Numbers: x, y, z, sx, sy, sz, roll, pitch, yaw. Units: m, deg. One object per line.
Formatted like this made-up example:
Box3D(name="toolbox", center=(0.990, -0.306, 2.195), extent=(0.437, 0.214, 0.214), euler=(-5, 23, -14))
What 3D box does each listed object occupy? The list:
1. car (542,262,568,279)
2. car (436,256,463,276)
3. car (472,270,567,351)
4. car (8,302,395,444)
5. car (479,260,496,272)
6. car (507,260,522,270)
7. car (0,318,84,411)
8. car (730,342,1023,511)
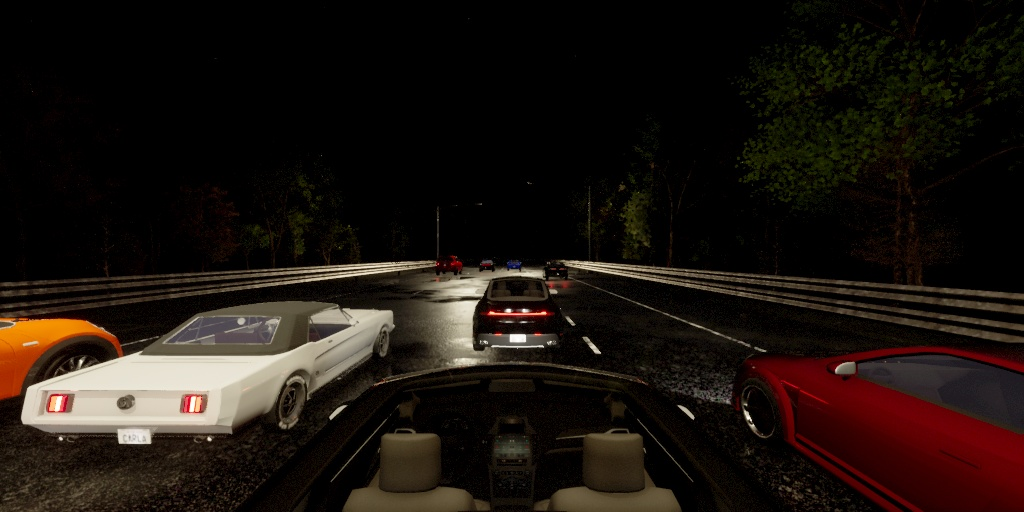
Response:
Box3D(name="car", center=(3.733, 1.264, 31.460), extent=(2.128, 1.511, 4.902), euler=(0, 0, 0))
Box3D(name="car", center=(-6.736, 1.006, 38.707), extent=(2.150, 2.045, 5.566), euler=(0, 0, 0))
Box3D(name="car", center=(0.122, 1.255, 8.956), extent=(1.837, 1.490, 4.892), euler=(0, 0, 0))
Box3D(name="car", center=(-3.401, 1.350, 5.474), extent=(1.895, 1.301, 4.718), euler=(0, 0, 0))
Box3D(name="car", center=(-3.198, 1.286, 46.610), extent=(2.128, 1.511, 4.902), euler=(0, 0, 0))
Box3D(name="car", center=(0.317, 1.279, 50.251), extent=(1.882, 1.535, 5.008), euler=(0, 0, 0))
Box3D(name="car", center=(-6.919, 1.102, 3.473), extent=(2.097, 1.767, 4.553), euler=(0, 0, 1))
Box3D(name="car", center=(3.601, 1.314, 2.578), extent=(1.994, 1.385, 4.181), euler=(0, 0, 0))
